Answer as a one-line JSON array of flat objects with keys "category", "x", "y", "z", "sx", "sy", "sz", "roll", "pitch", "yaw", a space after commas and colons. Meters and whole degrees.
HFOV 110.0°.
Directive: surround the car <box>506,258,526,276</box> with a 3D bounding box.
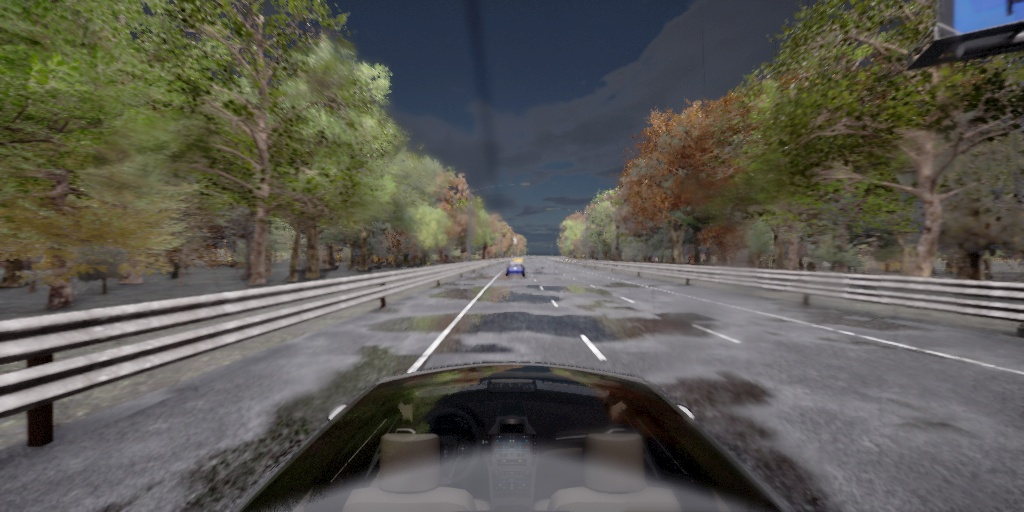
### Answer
[{"category": "car", "x": 0.390, "y": 1.267, "z": 37.658, "sx": 2.163, "sy": 1.488, "sz": 4.792, "roll": 0, "pitch": 0, "yaw": 1}]
